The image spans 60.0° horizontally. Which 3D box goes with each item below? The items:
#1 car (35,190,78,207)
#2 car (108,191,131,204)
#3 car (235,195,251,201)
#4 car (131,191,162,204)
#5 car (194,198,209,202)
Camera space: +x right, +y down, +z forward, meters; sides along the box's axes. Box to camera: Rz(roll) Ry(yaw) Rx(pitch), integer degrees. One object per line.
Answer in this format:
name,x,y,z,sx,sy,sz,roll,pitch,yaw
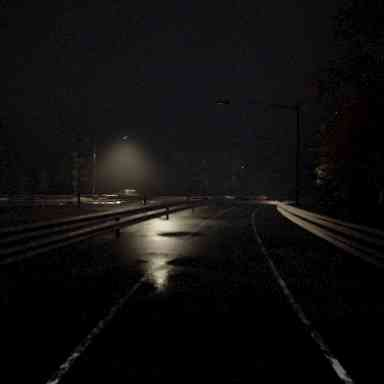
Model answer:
car,-14.844,0.610,36.890,2.097,1.767,4.553,0,-1,31
car,-10.573,0.933,50.728,1.837,1.490,4.892,0,-1,31
car,13.258,1.616,83.831,1.812,1.442,4.674,0,-1,31
car,-6.541,0.954,50.634,1.882,1.535,5.008,0,-1,31
car,2.187,1.429,72.036,1.994,1.385,4.181,0,-1,31
